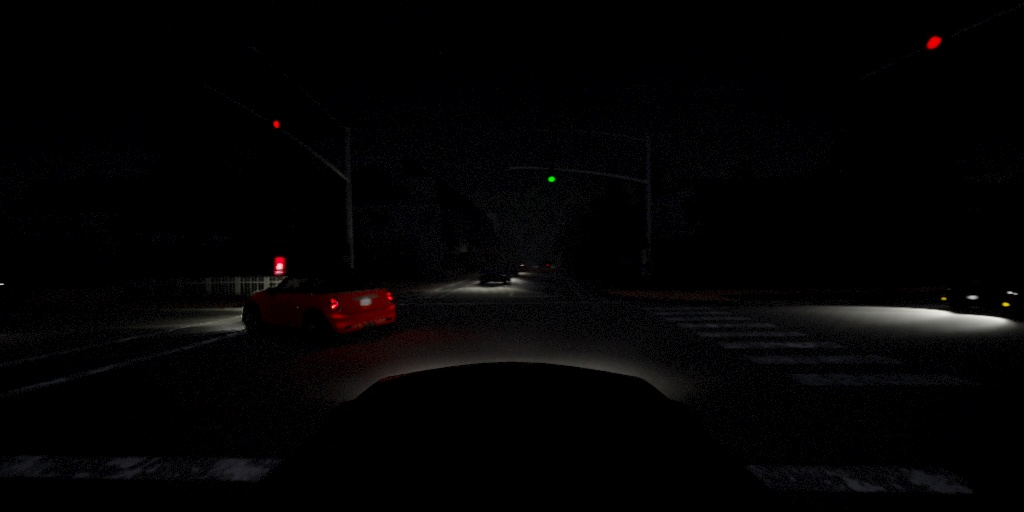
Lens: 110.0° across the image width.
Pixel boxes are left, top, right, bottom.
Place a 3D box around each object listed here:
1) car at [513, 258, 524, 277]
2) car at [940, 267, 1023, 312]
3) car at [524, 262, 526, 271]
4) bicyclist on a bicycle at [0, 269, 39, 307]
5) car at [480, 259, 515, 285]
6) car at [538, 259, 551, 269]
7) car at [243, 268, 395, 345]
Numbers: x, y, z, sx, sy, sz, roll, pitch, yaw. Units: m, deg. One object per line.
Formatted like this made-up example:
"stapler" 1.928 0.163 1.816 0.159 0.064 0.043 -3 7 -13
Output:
"car" -0.306 1.264 36.529 2.128 1.511 4.902 -1 0 5
"car" 16.149 1.055 11.130 4.181 1.385 1.994 -1 0 -2
"car" 0.599 1.116 46.285 2.097 1.767 4.553 -1 0 6
"bicyclist on a bicycle" -22.199 1.411 15.960 0.582 1.620 1.656 -1 0 3
"car" -1.159 1.259 27.107 1.882 1.535 5.008 -1 0 5
"car" 4.879 1.195 54.077 2.128 1.511 4.902 -1 0 5
"car" -5.450 1.196 10.021 4.553 1.767 2.097 -1 0 31
